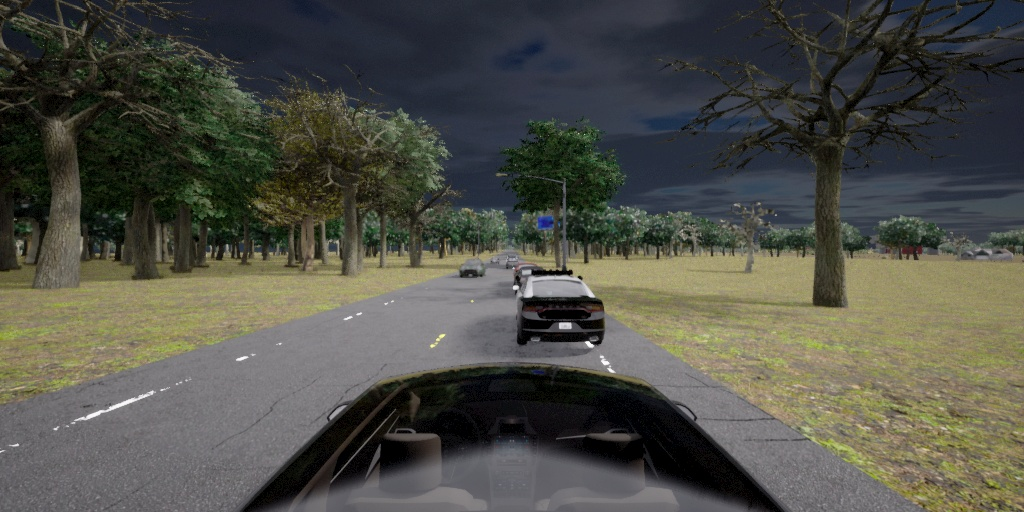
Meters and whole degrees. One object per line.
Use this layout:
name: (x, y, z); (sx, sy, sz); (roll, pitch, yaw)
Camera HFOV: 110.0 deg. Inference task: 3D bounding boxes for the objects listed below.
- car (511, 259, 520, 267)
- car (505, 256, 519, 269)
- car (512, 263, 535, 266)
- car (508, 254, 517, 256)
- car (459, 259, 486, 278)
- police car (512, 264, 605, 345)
car: (1.058, 1.221, 25.540); (1.882, 1.535, 5.008); (0, 0, 0)
car: (0.086, 1.106, 52.447); (2.128, 1.511, 4.902); (0, 0, 0)
car: (1.056, 1.274, 19.542); (1.812, 1.442, 4.674); (0, 0, 0)
car: (0.024, 0.721, 65.081); (2.150, 2.045, 5.566); (0, 1, 0)
car: (-3.589, 1.066, 33.277); (2.097, 1.767, 4.553); (0, 0, 0)
police car: (1.052, 1.175, 9.652); (1.930, 1.638, 5.238); (0, 0, 0)
